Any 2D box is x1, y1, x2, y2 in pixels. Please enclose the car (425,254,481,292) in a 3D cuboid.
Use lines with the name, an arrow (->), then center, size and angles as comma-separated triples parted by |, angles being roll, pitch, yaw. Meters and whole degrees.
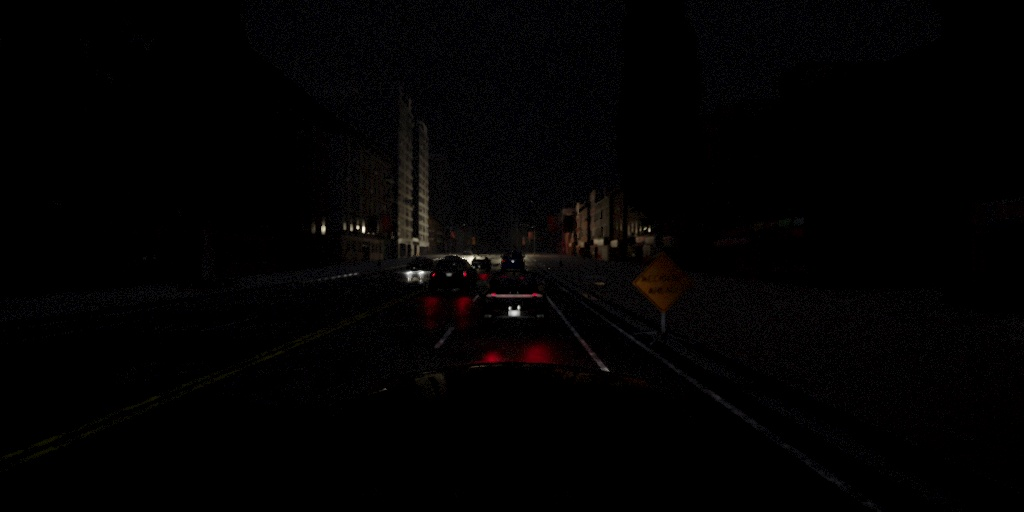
car -> -3.161, 0.951, 20.137 | 2.097, 1.767, 4.553 | 0, 1, 0

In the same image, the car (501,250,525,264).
car -> 0.085, 0.528, 35.300 | 2.150, 2.045, 5.566 | 0, 2, 0

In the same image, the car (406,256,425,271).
car -> -9.863, 0.760, 38.787 | 2.033, 1.411, 5.357 | 0, 2, 0

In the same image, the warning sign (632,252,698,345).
warning sign -> 3.224, 0.844, 7.645 | 1.300, 1.860, 1.060 | 0, 0, 0

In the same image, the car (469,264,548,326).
car -> 0.071, 1.192, 11.415 | 2.128, 1.511, 4.902 | 0, 1, 0

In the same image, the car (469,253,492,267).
car -> -3.166, 0.758, 36.807 | 2.128, 1.511, 4.902 | 0, 2, 0
